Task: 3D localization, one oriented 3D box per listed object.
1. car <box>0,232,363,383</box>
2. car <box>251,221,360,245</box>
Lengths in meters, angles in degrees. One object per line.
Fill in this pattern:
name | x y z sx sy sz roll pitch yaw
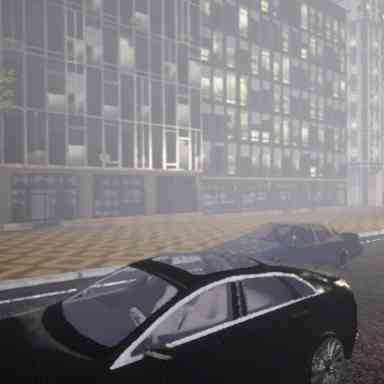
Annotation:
car | -0.164 1.495 3.558 4.902 1.511 2.128 0 0 -35
car | 2.831 1.565 9.661 5.357 1.411 2.033 0 0 -35
